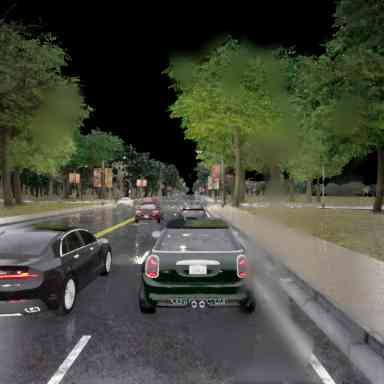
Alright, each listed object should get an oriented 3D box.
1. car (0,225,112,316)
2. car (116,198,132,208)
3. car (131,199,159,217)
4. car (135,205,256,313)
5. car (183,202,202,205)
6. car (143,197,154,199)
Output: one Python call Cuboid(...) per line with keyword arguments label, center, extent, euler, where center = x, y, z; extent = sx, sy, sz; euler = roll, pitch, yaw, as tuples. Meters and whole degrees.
Cuboid(label="car", center=(-3.162, 1.505, 7.545), extent=(1.837, 1.490, 4.892), euler=(0, 0, 0))
Cuboid(label="car", center=(-9.856, 1.565, 49.267), extent=(1.812, 1.442, 4.674), euler=(0, 0, 0))
Cuboid(label="car", center=(-3.192, 1.535, 25.435), extent=(1.812, 1.442, 4.674), euler=(0, 0, 0))
Cuboid(label="car", center=(0.089, 1.352, 7.818), extent=(2.097, 1.767, 4.553), euler=(0, 0, 0))
Cuboid(label="car", center=(0.057, 1.499, 24.216), extent=(2.128, 1.511, 4.902), euler=(0, 0, 0))
Cuboid(label="car", center=(-6.596, 1.520, 50.427), extent=(1.882, 1.535, 5.008), euler=(0, 0, 0))
